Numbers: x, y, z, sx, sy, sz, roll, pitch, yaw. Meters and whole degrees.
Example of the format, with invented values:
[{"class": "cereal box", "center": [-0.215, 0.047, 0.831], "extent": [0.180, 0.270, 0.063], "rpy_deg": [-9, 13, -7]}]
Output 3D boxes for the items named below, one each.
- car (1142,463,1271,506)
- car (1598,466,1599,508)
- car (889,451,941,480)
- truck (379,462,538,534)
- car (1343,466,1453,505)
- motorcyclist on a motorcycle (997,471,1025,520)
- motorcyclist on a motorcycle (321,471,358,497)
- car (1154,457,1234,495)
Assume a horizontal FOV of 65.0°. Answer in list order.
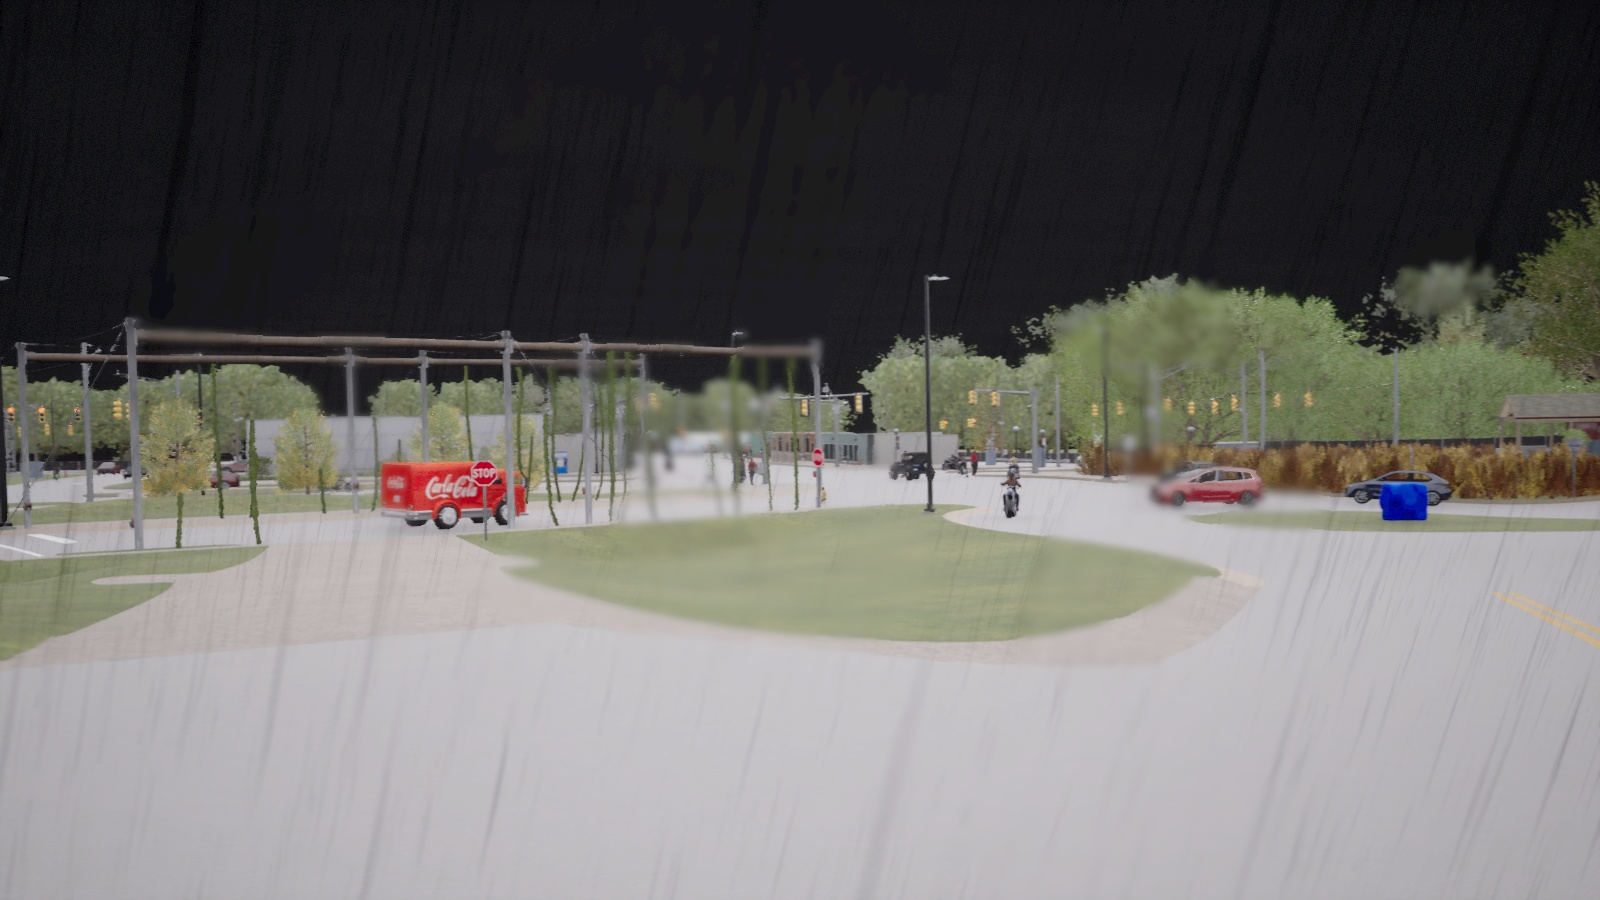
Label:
[{"class": "car", "center": [16.910, 1.422, 52.415], "extent": [4.611, 1.667, 2.242], "rpy_deg": [-1, 0, -4]}, {"class": "car", "center": [32.648, 1.416, 47.396], "extent": [1.851, 1.617, 3.988], "rpy_deg": [-1, 0, -18]}, {"class": "car", "center": [7.649, 1.039, 83.931], "extent": [1.905, 1.878, 3.866], "rpy_deg": [-2, 0, -20]}, {"class": "truck", "center": [-13.008, 1.759, 48.056], "extent": [2.627, 2.467, 5.204], "rpy_deg": [0, 1, 44]}, {"class": "car", "center": [25.864, 1.498, 54.339], "extent": [4.193, 1.474, 1.816], "rpy_deg": [1, 2, 29]}, {"class": "motorcyclist on a motorcycle", "center": [7.511, 1.583, 44.621], "extent": [0.766, 1.649, 2.350], "rpy_deg": [0, 0, 14]}, {"class": "motorcyclist on a motorcycle", "center": [-31.611, 2.321, 86.211], "extent": [2.350, 1.649, 0.766], "rpy_deg": [-2, 1, -23]}, {"class": "car", "center": [19.186, 1.224, 61.293], "extent": [1.851, 1.617, 3.988], "rpy_deg": [-2, 2, -14]}]
